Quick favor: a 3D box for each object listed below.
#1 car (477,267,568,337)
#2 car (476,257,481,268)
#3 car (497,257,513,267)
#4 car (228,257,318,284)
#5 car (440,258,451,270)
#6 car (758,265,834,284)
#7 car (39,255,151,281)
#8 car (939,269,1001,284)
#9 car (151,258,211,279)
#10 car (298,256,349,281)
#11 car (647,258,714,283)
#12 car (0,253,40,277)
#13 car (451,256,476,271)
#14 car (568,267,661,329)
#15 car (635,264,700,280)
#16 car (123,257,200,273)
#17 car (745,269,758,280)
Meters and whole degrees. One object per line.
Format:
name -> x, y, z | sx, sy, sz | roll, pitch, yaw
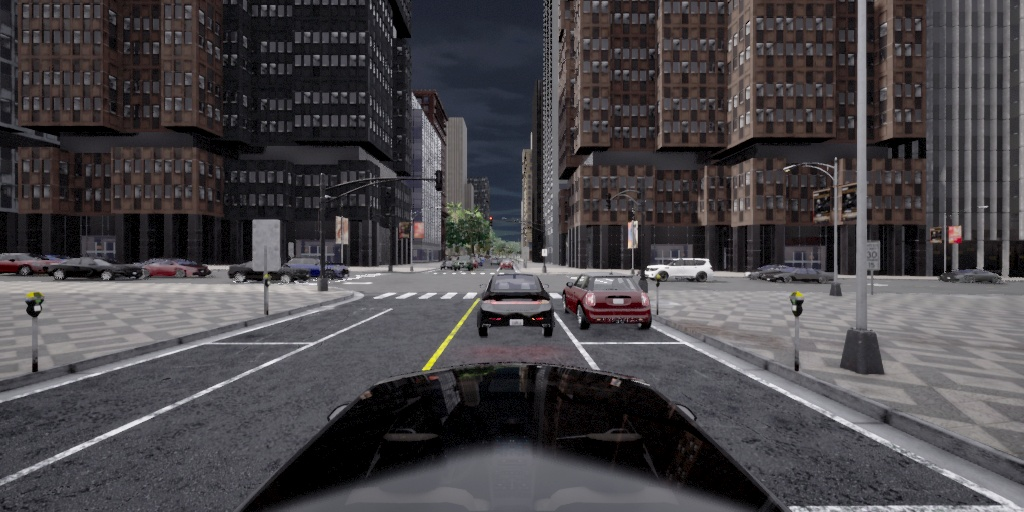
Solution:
car -> 0.076, 1.241, 10.285 | 2.128, 1.511, 4.902 | 0, 0, -1
car -> -6.668, 1.251, 59.362 | 1.882, 1.535, 5.008 | 0, 0, 0
car -> -0.759, 1.197, 52.552 | 1.967, 1.591, 4.097 | 0, 0, -1
car -> -16.274, 1.031, 24.234 | 5.008, 1.535, 1.882 | 1, 0, 1
car -> -9.284, 1.323, 52.474 | 1.948, 1.339, 4.313 | 0, 0, -1
car -> 25.120, 1.685, 31.397 | 5.357, 1.411, 2.033 | 1, 0, 0
car -> -28.011, 0.865, 24.229 | 5.008, 1.535, 1.882 | 1, 0, 0
car -> 44.340, 1.980, 34.764 | 4.181, 1.385, 1.994 | 1, 0, 0
car -> -25.737, 0.979, 27.509 | 4.181, 1.385, 1.994 | 1, 0, 0
car -> -15.014, 0.919, 27.593 | 4.553, 1.767, 2.097 | 1, 0, 0
car -> 14.508, 1.205, 31.285 | 5.566, 2.045, 2.150 | 1, 0, 1
car -> -37.237, 0.603, 27.399 | 4.553, 1.767, 2.097 | 1, 0, 0
car -> -6.588, 0.973, 49.372 | 2.150, 2.045, 5.566 | 0, 0, 0
car -> 2.734, 1.190, 11.171 | 1.967, 1.591, 4.097 | 0, 0, 0
car -> 14.906, 1.533, 34.550 | 5.357, 1.411, 2.033 | 1, 0, 1
car -> -33.244, 0.849, 34.133 | 5.357, 1.411, 2.033 | 1, 0, -1
car -> 25.167, 1.625, 34.648 | 4.902, 1.511, 2.128 | 1, 0, -1
